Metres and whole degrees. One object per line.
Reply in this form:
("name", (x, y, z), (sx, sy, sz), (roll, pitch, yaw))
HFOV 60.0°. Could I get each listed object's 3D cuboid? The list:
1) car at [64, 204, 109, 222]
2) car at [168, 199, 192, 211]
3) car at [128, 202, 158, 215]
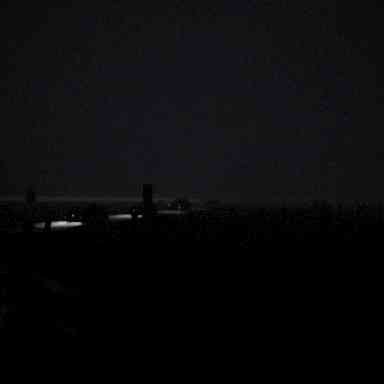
("car", (-8.710, 1.674, 27.846), (1.994, 1.385, 4.181), (0, -1, 17))
("car", (-1.726, 1.723, 47.406), (2.097, 1.767, 4.553), (0, -1, 21))
("car", (-5.461, 1.795, 37.230), (1.994, 1.385, 4.181), (0, -1, 20))
